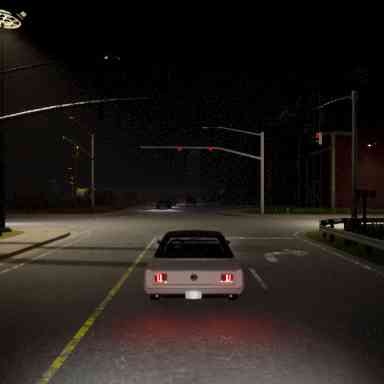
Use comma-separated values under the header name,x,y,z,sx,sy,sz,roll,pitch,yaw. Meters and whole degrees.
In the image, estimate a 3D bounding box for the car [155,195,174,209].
name,x,y,z,sx,sy,sz,roll,pitch,yaw
car,-3.725,1.523,44.525,1.812,1.442,4.674,0,0,0

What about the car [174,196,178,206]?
name,x,y,z,sx,sy,sz,roll,pitch,yaw
car,-3.743,1.352,53.428,2.097,1.767,4.553,0,0,0

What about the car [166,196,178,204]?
name,x,y,z,sx,sy,sz,roll,pitch,yaw
car,-3.747,1.504,62.659,1.837,1.490,4.892,0,0,0

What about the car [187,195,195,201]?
name,x,y,z,sx,sy,sz,roll,pitch,yaw
car,-0.234,1.441,80.353,2.033,1.411,5.357,0,0,0

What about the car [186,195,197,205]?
name,x,y,z,sx,sy,sz,roll,pitch,yaw
car,-0.166,1.504,57.127,1.837,1.490,4.892,0,0,0

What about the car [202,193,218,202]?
name,x,y,z,sx,sy,sz,roll,pitch,yaw
car,3.951,1.144,72.909,1.905,1.878,3.866,-8,3,-42

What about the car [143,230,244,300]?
name,x,y,z,sx,sy,sz,roll,pitch,yaw
car,0.043,1.601,8.325,1.895,1.301,4.718,0,0,0

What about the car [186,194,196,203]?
name,x,y,z,sx,sy,sz,roll,pitch,yaw
car,-0.207,1.354,71.124,2.097,1.767,4.553,0,0,0
